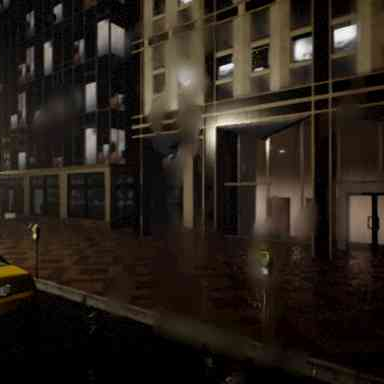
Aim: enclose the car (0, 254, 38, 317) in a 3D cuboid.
[{"bbox_3d":[-4.854,1.469,6.348,4.829,1.417,1.752,1,0,36],"label":"car"}]
